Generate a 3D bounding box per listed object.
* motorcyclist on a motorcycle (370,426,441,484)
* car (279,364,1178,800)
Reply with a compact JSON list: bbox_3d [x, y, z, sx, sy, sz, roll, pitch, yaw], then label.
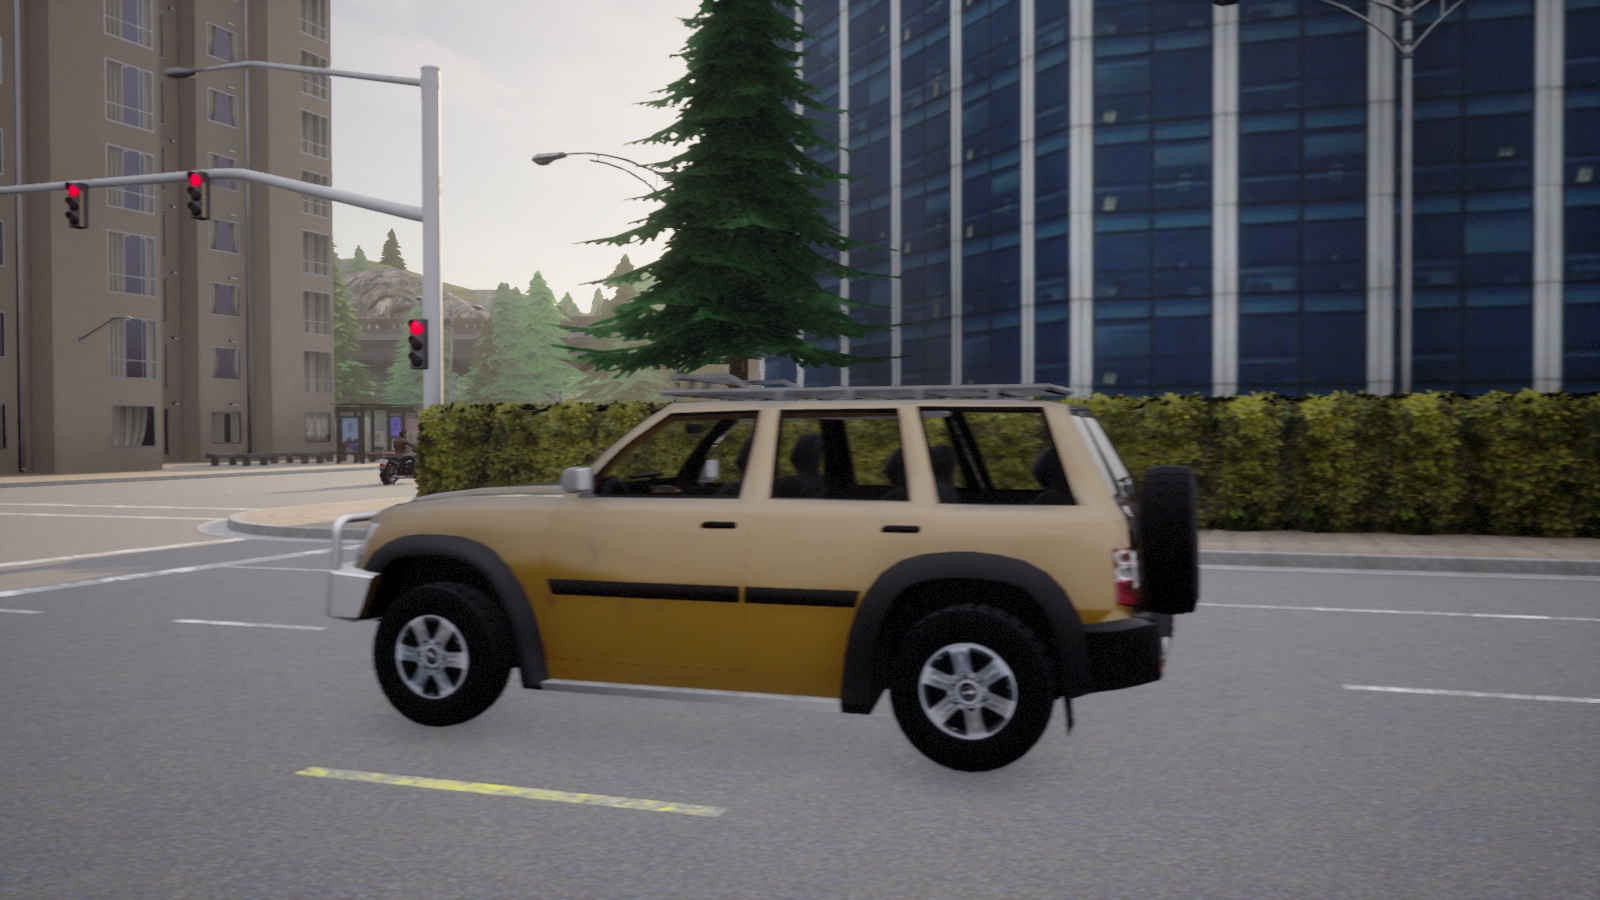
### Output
[{"bbox_3d":[-11.754,0.133,37.465,0.766,1.649,2.350,1,1,19],"label":"motorcyclist on a motorcycle"},{"bbox_3d":[-0.338,0.530,6.996,4.605,1.855,1.932,1,1,19],"label":"car"}]
